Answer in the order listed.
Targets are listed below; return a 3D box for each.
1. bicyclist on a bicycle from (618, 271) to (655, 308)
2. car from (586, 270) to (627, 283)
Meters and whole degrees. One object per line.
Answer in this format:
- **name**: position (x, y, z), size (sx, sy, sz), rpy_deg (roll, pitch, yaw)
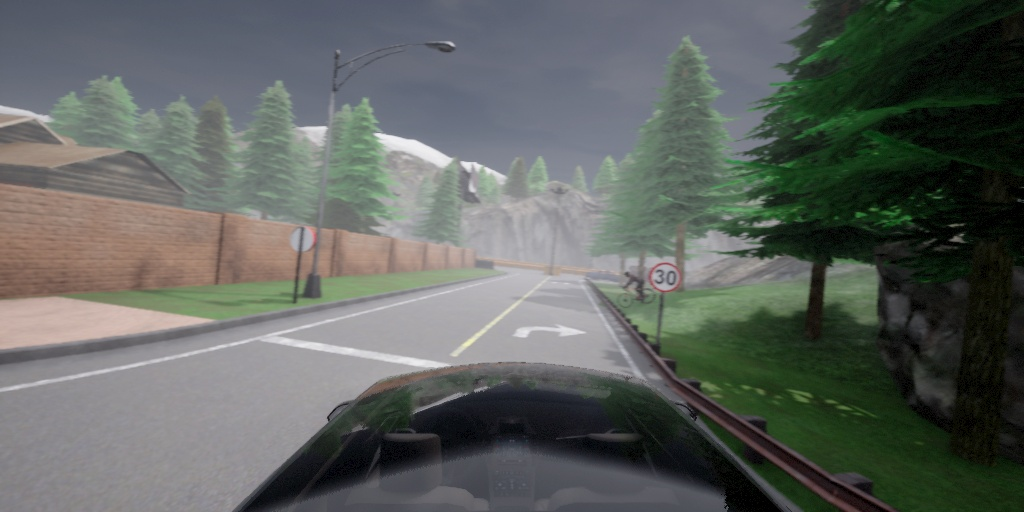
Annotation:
- **bicyclist on a bicycle**: position (5.560, 1.481, 16.347), size (1.656, 1.620, 0.582), rpy_deg (-13, 1, 8)
- **car**: position (12.781, 2.714, 48.692), size (5.357, 1.411, 2.033), rpy_deg (6, 0, -2)
